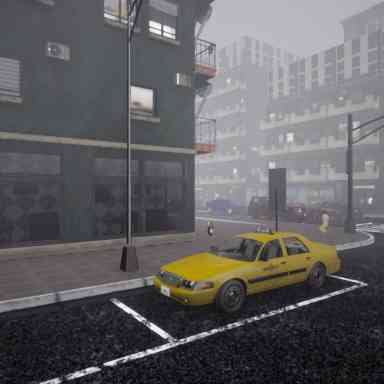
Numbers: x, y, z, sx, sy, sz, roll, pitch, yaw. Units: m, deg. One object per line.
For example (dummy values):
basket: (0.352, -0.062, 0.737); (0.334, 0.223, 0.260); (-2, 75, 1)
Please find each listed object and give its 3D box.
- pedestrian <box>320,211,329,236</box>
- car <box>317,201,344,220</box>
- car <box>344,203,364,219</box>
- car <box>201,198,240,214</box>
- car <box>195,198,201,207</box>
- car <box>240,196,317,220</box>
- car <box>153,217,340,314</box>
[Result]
pedestrian: (6.283, 1.424, 15.628); (0.375, 1.300, 0.375); (0, 0, -36)
car: (9.057, 1.552, 26.251); (1.895, 1.301, 4.718); (0, 0, -37)
car: (11.437, 1.498, 27.877); (2.033, 1.411, 5.357); (0, 0, -32)
car: (3.462, 1.400, 33.952); (1.882, 1.535, 5.008); (0, 0, -36)
car: (-0.042, 1.466, 48.667); (1.802, 1.307, 4.206); (0, 0, -36)
car: (6.463, 1.264, 25.399); (2.192, 1.841, 5.009); (0, 0, -36)
car: (1.464, 1.525, 7.605); (4.829, 1.417, 1.752); (0, 0, -36)
